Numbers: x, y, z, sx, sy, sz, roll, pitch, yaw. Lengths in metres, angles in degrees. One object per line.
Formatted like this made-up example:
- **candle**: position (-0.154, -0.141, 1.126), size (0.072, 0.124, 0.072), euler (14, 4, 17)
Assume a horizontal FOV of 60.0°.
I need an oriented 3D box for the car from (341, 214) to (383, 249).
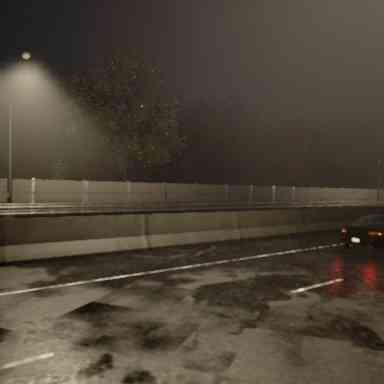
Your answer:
- **car**: position (8.067, 1.665, 13.904), size (4.674, 1.442, 1.812), euler (0, 0, -35)
